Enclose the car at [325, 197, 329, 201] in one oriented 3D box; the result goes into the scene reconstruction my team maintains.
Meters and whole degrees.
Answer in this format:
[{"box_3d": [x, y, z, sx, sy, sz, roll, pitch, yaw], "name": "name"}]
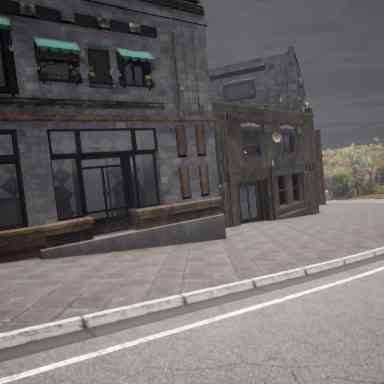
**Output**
[{"box_3d": [30.169, 1.589, 77.757, 2.097, 1.767, 4.553, -6, -1, -10], "name": "car"}]
